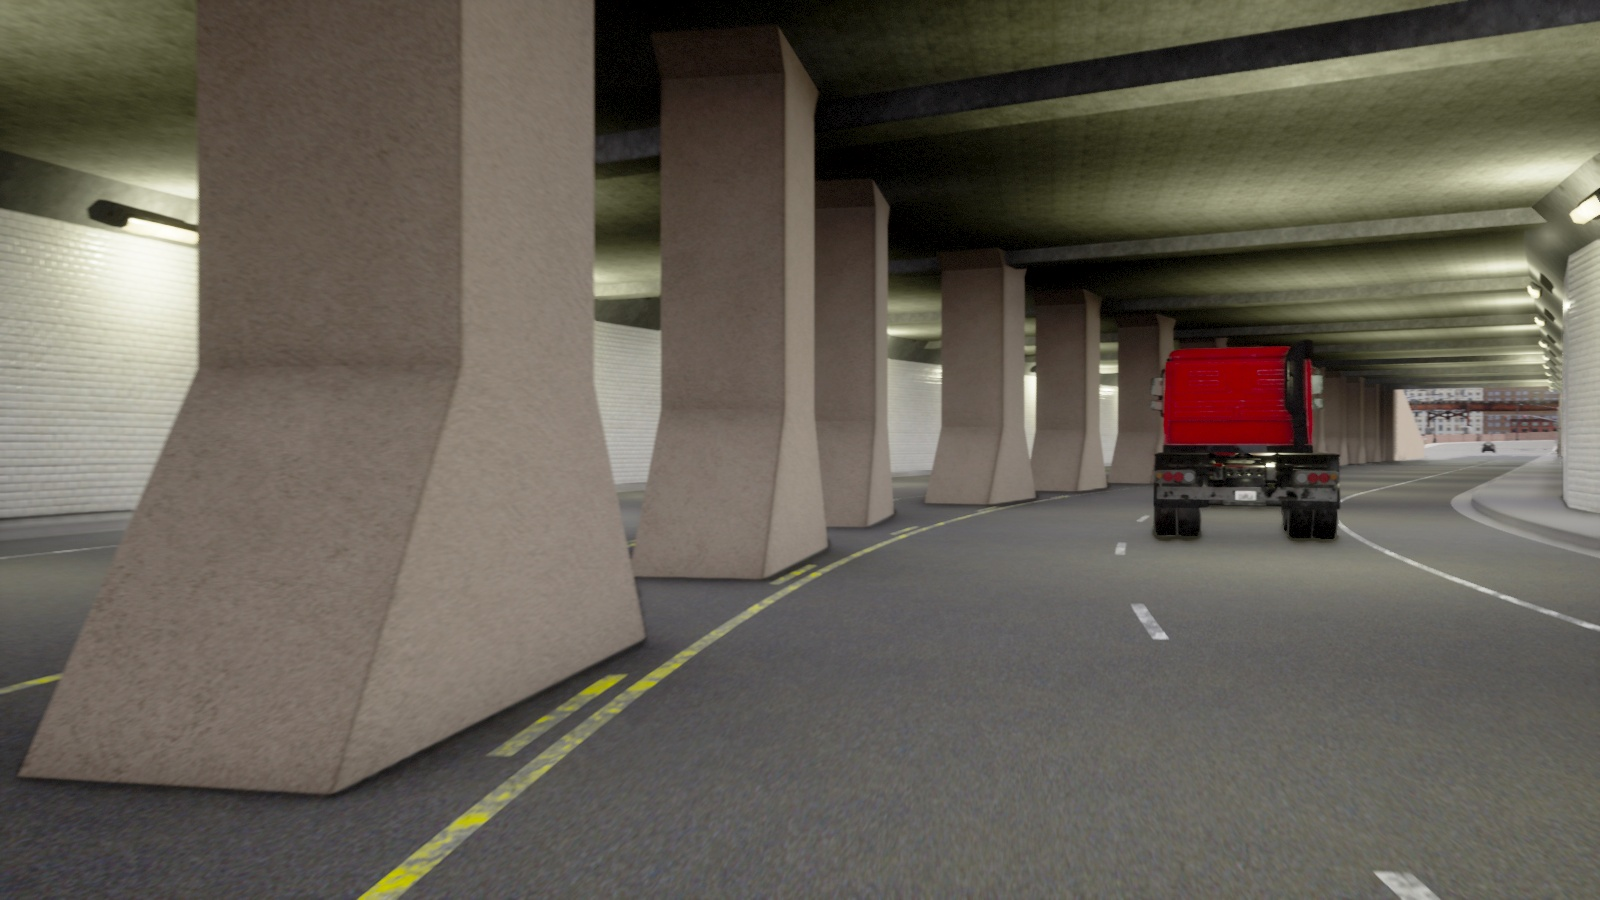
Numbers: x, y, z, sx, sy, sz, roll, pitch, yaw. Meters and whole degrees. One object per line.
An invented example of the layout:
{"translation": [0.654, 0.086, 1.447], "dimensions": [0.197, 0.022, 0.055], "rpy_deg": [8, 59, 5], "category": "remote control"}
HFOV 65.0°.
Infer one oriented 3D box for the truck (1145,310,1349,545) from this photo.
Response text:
{"translation": [7.914, -0.350, 22.695], "dimensions": [2.891, 3.462, 7.936], "rpy_deg": [0, 0, 18], "category": "truck"}
